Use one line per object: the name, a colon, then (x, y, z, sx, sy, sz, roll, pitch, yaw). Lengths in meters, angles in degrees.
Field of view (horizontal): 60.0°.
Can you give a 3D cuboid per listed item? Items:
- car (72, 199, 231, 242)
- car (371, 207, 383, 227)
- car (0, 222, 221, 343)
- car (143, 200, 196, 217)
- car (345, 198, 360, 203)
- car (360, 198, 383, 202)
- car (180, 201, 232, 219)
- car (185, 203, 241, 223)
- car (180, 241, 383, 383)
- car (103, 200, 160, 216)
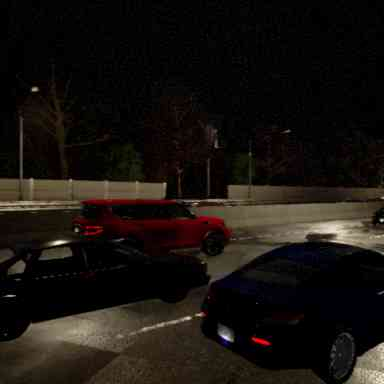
car: (-1.230, 1.246, 11.445, 5.566, 2.045, 2.150, 0, 0, -35)
car: (13.689, 1.590, 22.027, 4.674, 1.442, 1.812, 0, 0, -35)
car: (-2.195, 1.560, 6.471, 5.357, 1.411, 2.033, 0, 0, -35)
car: (-2.140, 1.577, 32.495, 4.892, 1.490, 1.837, 0, 0, -35)
car: (29.092, 1.801, 58.820, 4.718, 1.301, 1.895, 0, 0, -35)
car: (31.195, 1.743, 56.023, 5.357, 1.411, 2.033, 0, 0, -35)
car: (1.342, 1.597, 30.683, 4.674, 1.442, 1.812, 0, 0, -35)
car: (1.724, 1.627, 26.654, 4.181, 1.385, 1.994, 0, 0, -35)
car: (2.290, 1.540, 5.360, 4.674, 1.442, 1.812, 0, 0, -35)
car: (-6.145, 1.619, 33.948, 5.357, 1.411, 2.033, 0, 0, -35)
